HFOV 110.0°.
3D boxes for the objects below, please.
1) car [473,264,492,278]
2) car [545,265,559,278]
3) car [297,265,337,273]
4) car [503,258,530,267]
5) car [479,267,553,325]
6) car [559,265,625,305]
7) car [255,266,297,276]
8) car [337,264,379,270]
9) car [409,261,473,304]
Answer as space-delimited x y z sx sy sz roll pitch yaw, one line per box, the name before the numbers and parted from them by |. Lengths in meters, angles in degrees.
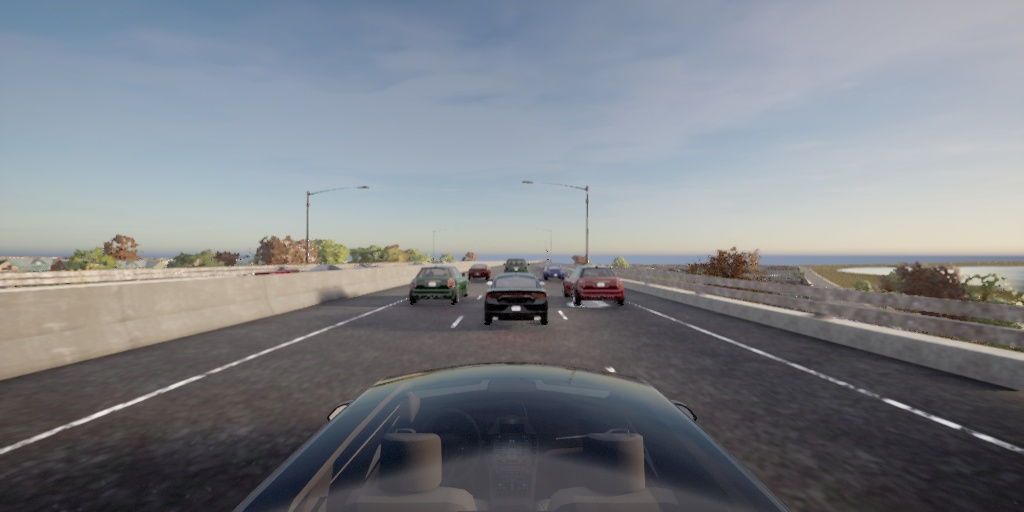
car | -3.060 1.489 34.814 1.882 1.535 5.008 0 -1 1
car | 3.930 1.536 34.260 1.812 1.442 4.674 0 -1 1
car | -17.295 1.515 33.088 1.812 1.442 4.674 0 -1 1
car | 0.390 1.213 32.307 2.150 2.045 5.566 0 -1 1
car | 0.136 1.308 12.306 1.882 1.535 5.008 0 0 0
car | 3.679 1.220 16.892 2.097 1.767 4.553 0 0 1
car | -20.807 1.583 32.423 1.895 1.301 4.718 0 0 1
car | -13.785 1.485 33.345 2.128 1.511 4.902 0 -1 1
car | -3.319 1.219 17.137 2.097 1.767 4.553 0 0 1
